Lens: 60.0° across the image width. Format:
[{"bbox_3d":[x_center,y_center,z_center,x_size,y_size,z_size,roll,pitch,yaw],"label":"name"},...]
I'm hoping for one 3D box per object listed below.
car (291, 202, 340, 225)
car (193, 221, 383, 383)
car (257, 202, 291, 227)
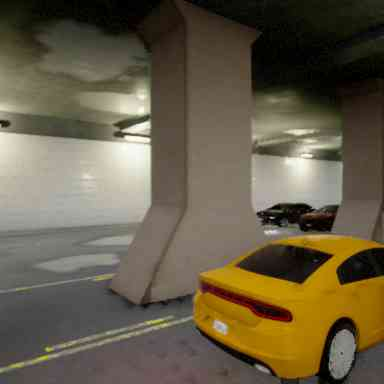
[{"bbox_3d":[7.929,1.388,18.248,5.008,1.535,1.882,0,0,-35],"label":"car"},{"bbox_3d":[2.354,1.451,5.427,5.008,1.535,1.882,0,0,-36],"label":"car"},{"bbox_3d":[6.112,1.413,21.250,4.892,1.490,1.837,0,0,-35],"label":"car"}]
